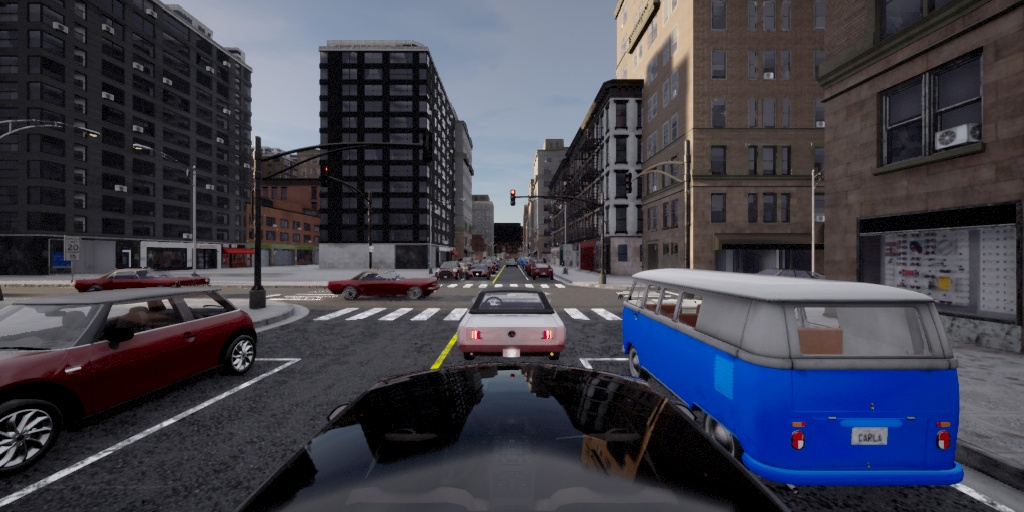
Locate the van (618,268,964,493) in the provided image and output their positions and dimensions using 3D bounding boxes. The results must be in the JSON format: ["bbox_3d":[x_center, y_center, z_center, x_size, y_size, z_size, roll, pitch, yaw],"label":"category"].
[{"bbox_3d":[2.635,1.091,4.493,1.690,1.789,3.998,0,0,0],"label":"van"}]

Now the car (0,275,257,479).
[{"bbox_3d":[-5.390,1.190,4.481,1.967,1.591,4.097,0,0,0],"label":"car"}]

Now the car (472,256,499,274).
[{"bbox_3d":[-2.892,1.100,40.157,2.097,1.767,4.553,0,0,0],"label":"car"}]

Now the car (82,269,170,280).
[{"bbox_3d":[-16.982,1.266,16.704,4.718,1.301,1.895,0,0,0],"label":"car"}]

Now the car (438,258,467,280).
[{"bbox_3d":[-5.433,1.188,31.361,1.967,1.591,4.097,0,0,0],"label":"car"}]

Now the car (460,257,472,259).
[{"bbox_3d":[-5.450,1.063,42.180,2.192,1.841,5.009,0,0,0],"label":"car"}]

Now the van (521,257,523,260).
[{"bbox_3d":[2.558,1.086,53.012,1.690,1.789,3.998,0,0,0],"label":"van"}]

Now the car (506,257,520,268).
[{"bbox_3d":[-0.004,1.306,62.329,1.994,1.385,4.181,0,0,1],"label":"car"}]

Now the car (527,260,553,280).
[{"bbox_3d":[2.592,1.294,31.374,1.888,1.381,4.507,0,0,0],"label":"car"}]

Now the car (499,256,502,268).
[{"bbox_3d":[-2.910,1.099,49.032,2.097,1.767,4.553,0,0,0],"label":"car"}]

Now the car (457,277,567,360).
[{"bbox_3d":[-0.008,1.351,8.278,1.895,1.301,4.718,0,0,0],"label":"car"}]

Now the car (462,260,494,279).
[{"bbox_3d":[-2.896,1.313,31.537,1.994,1.385,4.181,0,0,-1],"label":"car"}]

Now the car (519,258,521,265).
[{"bbox_3d":[2.549,1.309,58.421,1.948,1.339,4.313,0,0,0],"label":"car"}]

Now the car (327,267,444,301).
[{"bbox_3d":[-5.822,1.328,16.727,4.718,1.301,1.895,0,0,0],"label":"car"}]

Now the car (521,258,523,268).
[{"bbox_3d":[2.566,1.292,47.602,1.888,1.381,4.507,0,0,0],"label":"car"}]

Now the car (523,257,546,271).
[{"bbox_3d":[2.584,1.063,36.783,2.192,1.841,5.009,0,0,0],"label":"car"}]
